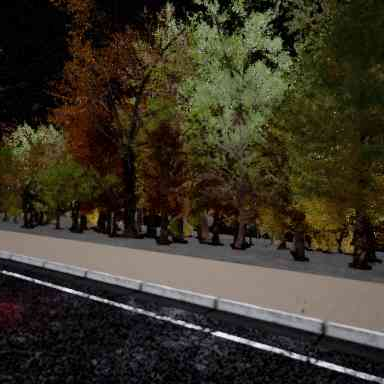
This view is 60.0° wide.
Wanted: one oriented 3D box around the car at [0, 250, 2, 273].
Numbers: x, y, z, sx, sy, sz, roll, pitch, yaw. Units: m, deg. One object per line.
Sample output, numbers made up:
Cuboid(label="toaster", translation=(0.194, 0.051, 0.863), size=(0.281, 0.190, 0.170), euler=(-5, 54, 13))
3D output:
Cuboid(label="car", translation=(-6.723, 1.499, 8.504), size=(4.892, 1.490, 1.837), euler=(0, 0, 36))
